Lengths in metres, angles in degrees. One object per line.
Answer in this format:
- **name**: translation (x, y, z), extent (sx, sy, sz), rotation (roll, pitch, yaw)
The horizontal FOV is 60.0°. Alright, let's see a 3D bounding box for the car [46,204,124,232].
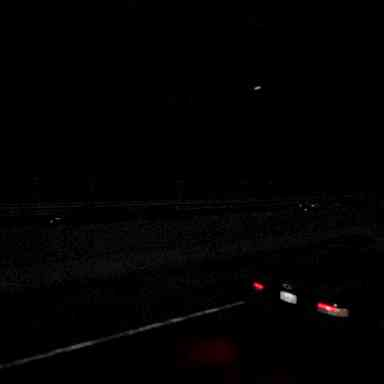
- **car**: translation (-6.616, 1.542, 20.724), extent (4.181, 1.385, 1.994), rotation (0, 0, -35)

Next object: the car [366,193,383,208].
- **car**: translation (17.429, 1.030, 28.777), extent (5.566, 2.045, 2.150), rotation (-1, 1, -34)

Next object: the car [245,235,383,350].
- **car**: translation (3.418, 1.531, 6.149), extent (5.357, 1.411, 2.033), rotation (0, 0, -35)

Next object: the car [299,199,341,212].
- **car**: translation (13.219, 1.414, 34.373), extent (4.718, 1.301, 1.895), rotation (-1, 1, -34)

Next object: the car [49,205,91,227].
- **car**: translation (-4.587, 1.527, 17.881), extent (5.357, 1.411, 2.033), rotation (0, 0, -35)

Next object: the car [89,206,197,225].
- **car**: translation (-1.943, 1.482, 15.455), extent (4.892, 1.490, 1.837), rotation (0, 0, -35)
